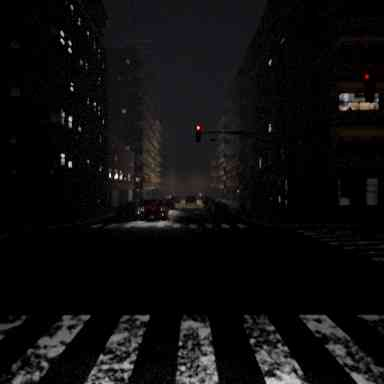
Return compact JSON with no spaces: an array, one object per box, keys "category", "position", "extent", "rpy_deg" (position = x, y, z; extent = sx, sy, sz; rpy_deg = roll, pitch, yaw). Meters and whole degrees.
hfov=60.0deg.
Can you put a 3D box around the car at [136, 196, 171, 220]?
[{"category":"car","position":[-3.142,1.364,28.019],"extent":[2.097,1.767,4.553],"rpy_deg":[0,0,-2]}]

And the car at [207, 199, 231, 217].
[{"category":"car","position":[2.586,1.595,30.606],"extent":[1.802,1.307,4.206],"rpy_deg":[0,0,0]}]

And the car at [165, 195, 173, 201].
[{"category":"car","position":[-5.973,1.592,85.656],"extent":[1.752,1.417,4.829],"rpy_deg":[0,0,0]}]

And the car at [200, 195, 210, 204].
[{"category":"car","position":[2.532,1.570,47.176],"extent":[1.887,1.381,4.507],"rpy_deg":[0,0,0]}]

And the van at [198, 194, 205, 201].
[{"category":"van","position":[2.406,1.408,85.840],"extent":[1.690,1.788,3.998],"rpy_deg":[-1,0,0]}]

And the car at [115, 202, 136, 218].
[{"category":"car","position":[-5.795,1.579,30.591],"extent":[1.947,1.339,4.313],"rpy_deg":[0,0,0]}]

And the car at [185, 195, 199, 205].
[{"category":"car","position":[-0.199,1.391,61.654],"extent":[2.097,1.767,4.553],"rpy_deg":[0,0,0]}]

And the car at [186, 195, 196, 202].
[{"category":"car","position":[-0.225,1.433,70.058],"extent":[1.994,1.385,4.181],"rpy_deg":[0,0,0]}]

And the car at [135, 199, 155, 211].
[{"category":"car","position":[-5.831,1.587,41.638],"extent":[1.947,1.339,4.313],"rpy_deg":[0,0,0]}]

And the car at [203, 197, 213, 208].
[{"category":"car","position":[2.568,1.583,36.129],"extent":[1.947,1.339,4.313],"rpy_deg":[0,0,0]}]

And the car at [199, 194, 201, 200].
[{"category":"car","position":[2.922,1.524,68.174],"extent":[1.882,1.535,5.008],"rpy_deg":[0,0,0]}]

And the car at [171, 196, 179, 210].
[{"category":"car","position":[-3.234,1.515,44.240],"extent":[2.128,1.511,4.902],"rpy_deg":[0,0,0]}]

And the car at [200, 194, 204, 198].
[{"category":"car","position":[2.953,1.564,61.174],"extent":[1.812,1.442,4.674],"rpy_deg":[0,0,0]}]
